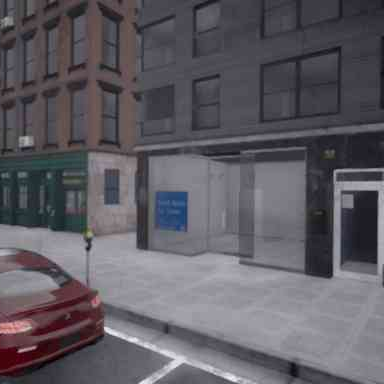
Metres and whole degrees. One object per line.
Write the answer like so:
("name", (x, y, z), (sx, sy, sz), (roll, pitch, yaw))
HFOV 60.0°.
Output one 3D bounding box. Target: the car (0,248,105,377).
("car", (-3.086, 1.524, 5.024), (4.206, 1.307, 1.802), (1, 0, 36))
